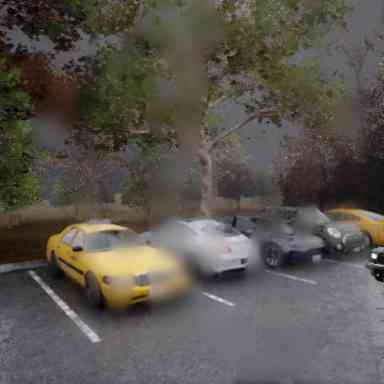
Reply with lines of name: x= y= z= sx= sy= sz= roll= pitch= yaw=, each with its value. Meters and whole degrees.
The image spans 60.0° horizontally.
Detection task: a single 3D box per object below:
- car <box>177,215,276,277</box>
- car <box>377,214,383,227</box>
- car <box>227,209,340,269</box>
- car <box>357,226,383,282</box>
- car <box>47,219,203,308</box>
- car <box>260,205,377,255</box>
car: x=-0.025 y=1.529 z=10.038 sx=2.002 sy=1.452 sz=4.674 roll=0 pitch=0 yaw=-35
car: x=6.642 y=1.502 z=14.790 sx=2.097 sy=1.535 sz=5.008 roll=0 pitch=0 yaw=-35
car: x=2.246 y=1.523 z=11.625 sx=2.163 sy=1.488 sz=4.792 roll=0 pitch=0 yaw=-35
car: x=6.510 y=1.617 z=8.579 sx=4.718 sy=1.301 sz=1.895 roll=0 pitch=0 yaw=-35
car: x=-2.174 y=1.481 z=8.280 sx=1.946 sy=1.575 sz=5.366 roll=0 pitch=0 yaw=-35
car: x=4.365 y=1.372 z=13.210 sx=2.185 sy=1.767 sz=4.553 roll=0 pitch=0 yaw=-36
